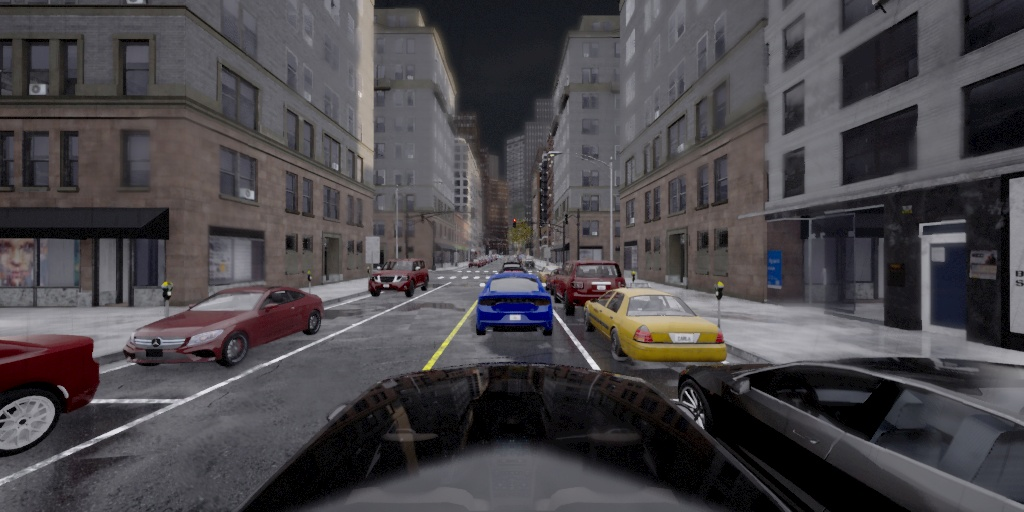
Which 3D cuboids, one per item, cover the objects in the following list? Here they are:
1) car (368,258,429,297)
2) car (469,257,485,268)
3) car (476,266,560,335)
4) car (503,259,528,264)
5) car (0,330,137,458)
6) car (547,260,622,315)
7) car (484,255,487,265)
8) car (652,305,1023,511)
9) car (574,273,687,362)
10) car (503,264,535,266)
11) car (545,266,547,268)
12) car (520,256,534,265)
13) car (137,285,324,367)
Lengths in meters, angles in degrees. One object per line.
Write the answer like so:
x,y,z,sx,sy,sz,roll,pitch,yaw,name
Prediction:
-5.786,1.045,18.986,2.192,1.841,5.009,0,0,0,car
-5.836,1.126,56.646,1.888,1.381,4.507,0,0,0,car
0.038,1.222,10.501,1.882,1.535,5.008,0,0,-1,car
0.013,1.215,26.960,1.837,1.490,4.892,0,0,0,car
-5.763,1.295,2.327,1.888,1.381,4.507,0,0,0,car
2.747,1.055,13.438,2.192,1.841,5.009,0,0,0,car
-5.843,0.989,62.070,1.967,1.591,4.097,0,0,0,car
2.762,1.316,2.332,1.948,1.339,4.313,0,0,0,car
2.754,1.272,8.054,1.751,1.417,4.829,0,0,0,car
0.072,1.296,18.047,1.994,1.385,4.181,0,0,0,car
2.740,1.313,18.990,1.802,1.307,4.207,0,0,0,car
2.689,1.131,56.650,2.007,1.370,4.403,0,0,0,car
-5.771,1.328,7.879,1.802,1.307,4.207,0,0,0,car
